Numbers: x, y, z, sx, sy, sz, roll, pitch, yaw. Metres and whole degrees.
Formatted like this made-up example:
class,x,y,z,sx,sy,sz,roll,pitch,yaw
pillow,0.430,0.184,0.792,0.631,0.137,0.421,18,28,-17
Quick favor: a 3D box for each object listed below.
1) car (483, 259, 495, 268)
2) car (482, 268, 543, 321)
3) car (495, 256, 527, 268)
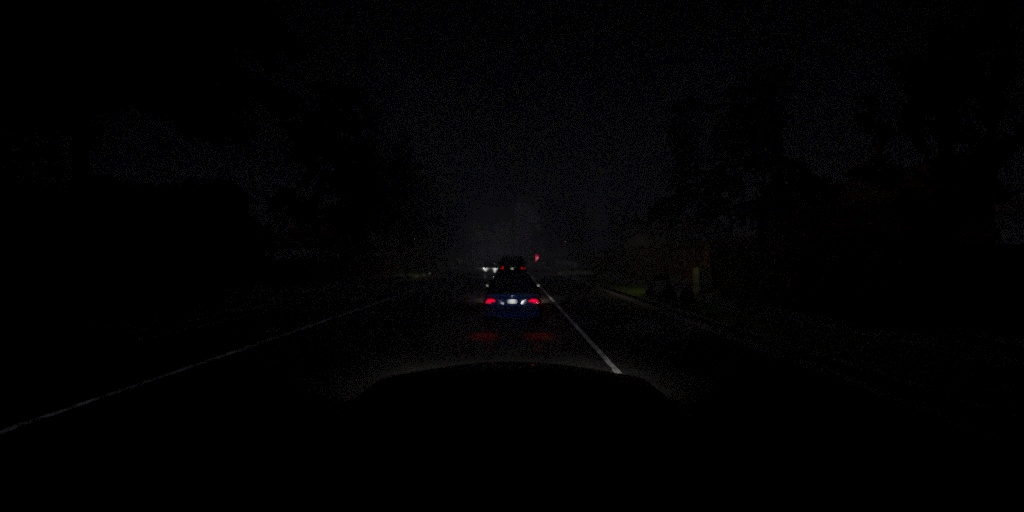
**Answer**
class,x,y,z,sx,sy,sz,roll,pitch,yaw
car,-3.538,1.210,58.923,1.837,1.490,4.892,0,0,0
car,0.024,1.304,12.384,2.033,1.411,5.357,0,0,0
car,0.040,0.990,28.439,2.150,2.045,5.566,0,0,1
